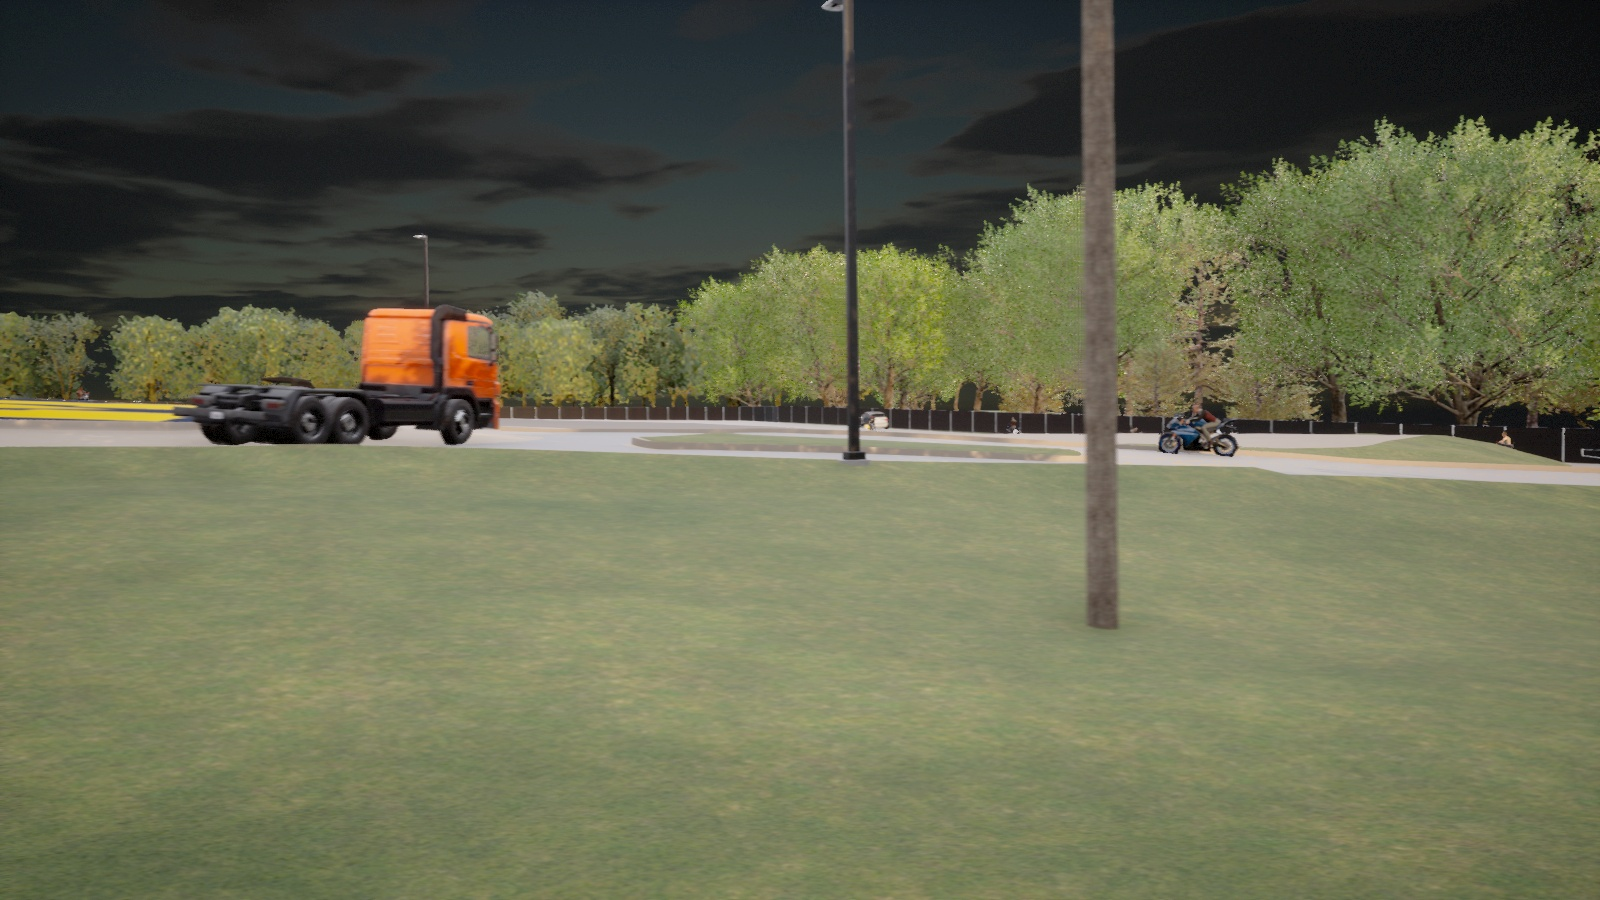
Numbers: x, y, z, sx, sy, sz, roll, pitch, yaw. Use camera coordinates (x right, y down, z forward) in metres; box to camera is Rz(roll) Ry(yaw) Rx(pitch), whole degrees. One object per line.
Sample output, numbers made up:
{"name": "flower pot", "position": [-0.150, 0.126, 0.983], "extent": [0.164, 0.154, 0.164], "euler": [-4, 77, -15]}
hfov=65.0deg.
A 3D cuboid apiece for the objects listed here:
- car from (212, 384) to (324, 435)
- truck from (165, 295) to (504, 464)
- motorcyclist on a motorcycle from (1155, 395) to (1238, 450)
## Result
{"name": "car", "position": [-22.573, -1.716, 53.323], "extent": [3.866, 1.878, 1.905], "euler": [3, -2, 12]}
{"name": "truck", "position": [-10.679, -1.628, 29.898], "extent": [2.891, 3.462, 7.936], "euler": [2, 3, 23]}
{"name": "motorcyclist on a motorcycle", "position": [11.531, -0.803, 36.584], "extent": [2.191, 1.530, 0.866], "euler": [2, 2, 14]}
